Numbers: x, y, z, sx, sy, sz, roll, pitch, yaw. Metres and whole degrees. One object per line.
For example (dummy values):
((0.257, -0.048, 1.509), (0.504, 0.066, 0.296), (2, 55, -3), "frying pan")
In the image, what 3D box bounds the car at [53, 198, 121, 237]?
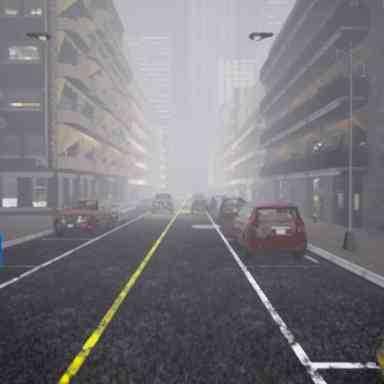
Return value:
((-5.684, 1.263, 18.057), (2.192, 1.841, 5.009), (-1, 0, 0), "car")

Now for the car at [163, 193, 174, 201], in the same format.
((-5.664, 1.092, 79.680), (2.192, 1.841, 5.009), (-1, 0, 0), "car")

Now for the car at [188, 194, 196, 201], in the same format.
((0.040, 1.286, 80.791), (1.812, 1.442, 4.674), (0, 0, 0), "car")

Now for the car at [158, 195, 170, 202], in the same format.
((-5.666, 1.358, 68.477), (2.008, 1.369, 4.403), (-1, 0, 0), "car")

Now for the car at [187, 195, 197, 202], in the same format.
((0.034, 1.278, 69.754), (1.895, 1.301, 4.718), (0, 0, 0), "car")

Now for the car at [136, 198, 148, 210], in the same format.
((-5.680, 1.467, 40.466), (1.802, 1.307, 4.206), (-1, 0, 0), "car")

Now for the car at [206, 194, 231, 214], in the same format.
((2.694, 1.215, 34.831), (2.192, 1.841, 5.009), (-1, 0, 0), "car")

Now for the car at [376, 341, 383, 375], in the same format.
((2.681, 1.521, 1.390), (1.752, 1.417, 4.829), (-1, 0, 0), "car")

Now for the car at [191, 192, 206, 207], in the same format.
((0.926, 1.081, 50.493), (2.150, 2.045, 5.566), (0, 0, 0), "car")

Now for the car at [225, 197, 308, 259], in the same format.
((2.683, 1.279, 12.423), (2.192, 1.841, 5.009), (-1, 0, 0), "car")

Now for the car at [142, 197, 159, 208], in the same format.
((-5.677, 1.451, 46.069), (1.802, 1.307, 4.206), (-1, 0, 0), "car")

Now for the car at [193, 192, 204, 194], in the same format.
((0.921, 1.225, 44.433), (2.097, 1.767, 4.553), (0, 0, 0), "car")

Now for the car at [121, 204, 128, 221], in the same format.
((-5.696, 1.483, 23.661), (2.008, 1.369, 4.403), (-1, 0, 0), "car")

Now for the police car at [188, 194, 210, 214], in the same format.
((0.814, 1.327, 34.579), (1.930, 1.638, 5.238), (0, 0, 1), "police car")

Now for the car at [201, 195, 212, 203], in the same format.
((2.711, 1.347, 63.012), (1.752, 1.417, 4.829), (-1, 0, 0), "car")

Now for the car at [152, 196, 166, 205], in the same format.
((-5.672, 1.389, 57.273), (2.008, 1.369, 4.403), (-1, 0, 0), "car")

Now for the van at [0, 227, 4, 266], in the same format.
((-5.666, 1.321, 6.854), (1.690, 1.788, 3.998), (-1, 0, 0), "van")

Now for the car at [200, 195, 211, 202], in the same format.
((2.714, 1.373, 68.444), (1.947, 1.339, 4.313), (-1, 0, 0), "car")

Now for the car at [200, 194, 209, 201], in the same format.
((2.715, 1.232, 74.046), (1.967, 1.590, 4.097), (-1, 0, 0), "car")

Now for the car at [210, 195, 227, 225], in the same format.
((2.688, 1.247, 23.627), (2.192, 1.841, 5.009), (-1, 0, 0), "car")

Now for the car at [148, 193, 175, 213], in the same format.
((-3.075, 1.120, 36.039), (2.150, 2.045, 5.566), (0, 0, 0), "car")
